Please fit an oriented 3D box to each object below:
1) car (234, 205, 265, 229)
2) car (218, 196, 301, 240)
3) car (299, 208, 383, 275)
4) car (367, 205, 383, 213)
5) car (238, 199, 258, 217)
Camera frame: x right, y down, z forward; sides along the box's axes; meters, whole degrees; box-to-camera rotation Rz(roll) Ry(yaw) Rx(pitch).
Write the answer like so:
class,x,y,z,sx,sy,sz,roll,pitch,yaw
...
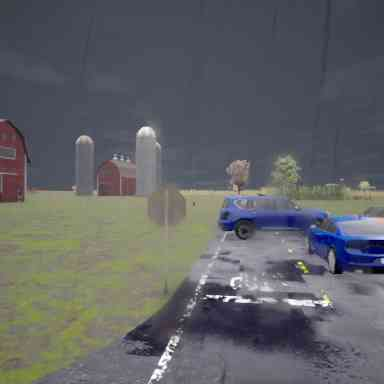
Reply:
class,x,y,z,sx,sy,sz,roll,pitch,yaw
car,3.881,1.601,22.673,1.895,1.301,4.718,0,0,9
car,4.058,1.219,16.481,5.566,2.045,2.150,0,0,3
car,4.905,1.480,10.351,1.882,1.535,5.008,0,0,7
car,8.601,1.370,14.879,2.097,1.767,4.553,0,0,-35
car,5.557,1.502,32.976,1.837,1.490,4.892,0,0,9
